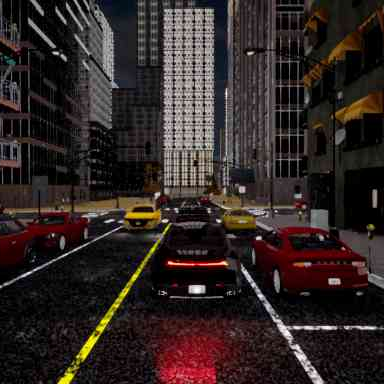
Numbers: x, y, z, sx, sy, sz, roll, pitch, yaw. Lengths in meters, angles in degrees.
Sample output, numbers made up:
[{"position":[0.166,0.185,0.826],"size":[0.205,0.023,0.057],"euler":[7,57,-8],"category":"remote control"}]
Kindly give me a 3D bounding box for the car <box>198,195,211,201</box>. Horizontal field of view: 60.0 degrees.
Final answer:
[{"position":[2.580,1.435,63.045],"size":[1.967,1.590,4.097],"euler":[-1,0,0],"category":"car"}]

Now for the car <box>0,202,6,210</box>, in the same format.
[{"position":[-23.908,1.744,38.277],"size":[4.097,1.590,1.967],"euler":[-1,1,-1],"category":"car"}]

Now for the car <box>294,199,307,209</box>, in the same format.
[{"position":[14.190,1.254,38.662],"size":[4.507,1.381,1.887],"euler":[-1,1,-1],"category":"car"}]

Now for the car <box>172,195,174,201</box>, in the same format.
[{"position":[-5.819,1.310,74.152],"size":[2.192,1.841,5.009],"euler":[-1,0,0],"category":"car"}]

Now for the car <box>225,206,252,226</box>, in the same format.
[{"position":[2.651,1.522,19.689],"size":[1.752,1.417,4.829],"euler":[-1,0,0],"category":"car"}]

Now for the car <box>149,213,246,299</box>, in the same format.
[{"position":[0.086,1.503,8.403],"size":[1.837,1.490,4.892],"euler":[0,0,0],"category":"car"}]

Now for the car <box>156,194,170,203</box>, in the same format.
[{"position":[-5.799,1.540,63.033],"size":[1.887,1.381,4.507],"euler":[-1,0,0],"category":"car"}]

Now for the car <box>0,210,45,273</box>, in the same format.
[{"position":[-5.712,1.438,8.472],"size":[1.967,1.590,4.097],"euler":[-1,0,0],"category":"car"}]

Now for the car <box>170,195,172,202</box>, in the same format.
[{"position":[-5.810,1.310,68.593],"size":[2.192,1.841,5.009],"euler":[-1,0,0],"category":"car"}]

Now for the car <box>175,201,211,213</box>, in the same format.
[{"position":[0.067,1.475,18.675],"size":[1.882,1.535,5.008],"euler":[0,0,0],"category":"car"}]

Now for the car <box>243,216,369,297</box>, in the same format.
[{"position":[2.670,1.543,8.472],"size":[1.887,1.381,4.507],"euler":[-1,0,0],"category":"car"}]

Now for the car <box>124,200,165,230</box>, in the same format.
[{"position":[-3.033,1.520,21.245],"size":[1.882,1.535,5.008],"euler":[0,0,0],"category":"car"}]

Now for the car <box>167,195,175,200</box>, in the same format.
[{"position":[-5.843,1.541,90.830],"size":[1.887,1.381,4.507],"euler":[-1,0,0],"category":"car"}]

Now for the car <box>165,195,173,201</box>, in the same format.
[{"position":[-5.835,1.521,85.101],"size":[1.752,1.417,4.829],"euler":[-1,0,0],"category":"car"}]

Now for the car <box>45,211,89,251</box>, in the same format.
[{"position":[-5.720,1.542,13.996],"size":[1.887,1.381,4.507],"euler":[-1,0,0],"category":"car"}]

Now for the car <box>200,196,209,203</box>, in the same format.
[{"position":[2.572,1.521,68.774],"size":[1.752,1.417,4.829],"euler":[-1,0,0],"category":"car"}]
